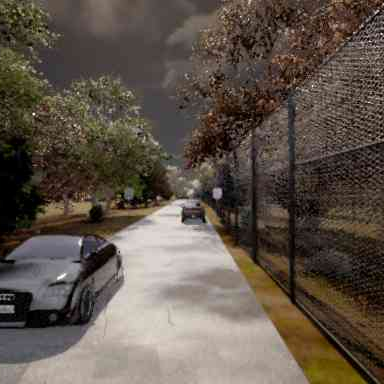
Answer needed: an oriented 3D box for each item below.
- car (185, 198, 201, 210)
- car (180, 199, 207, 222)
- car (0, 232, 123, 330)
[{"bbox_3d":[0.101,1.563,43.449,2.033,1.411,5.357,0,0,0],"label":"car"},{"bbox_3d":[0.103,1.517,26.798,1.837,1.490,4.892,0,1,0],"label":"car"},{"bbox_3d":[-2.772,1.567,6.957,1.994,1.385,4.181,0,0,1],"label":"car"}]
